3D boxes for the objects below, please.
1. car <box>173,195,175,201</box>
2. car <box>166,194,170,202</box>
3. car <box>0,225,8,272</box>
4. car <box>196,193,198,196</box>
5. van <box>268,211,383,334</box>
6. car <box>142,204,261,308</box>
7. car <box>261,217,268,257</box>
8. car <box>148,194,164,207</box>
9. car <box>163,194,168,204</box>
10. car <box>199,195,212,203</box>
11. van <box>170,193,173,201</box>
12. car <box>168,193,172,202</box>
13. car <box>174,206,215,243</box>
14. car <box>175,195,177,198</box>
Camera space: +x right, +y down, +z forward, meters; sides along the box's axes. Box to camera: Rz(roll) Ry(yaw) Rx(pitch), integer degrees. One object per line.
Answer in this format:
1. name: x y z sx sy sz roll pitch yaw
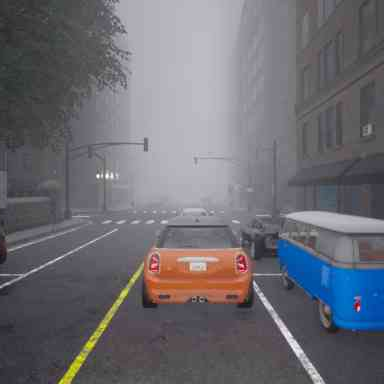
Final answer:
1. car: -5.643 1.523 77.425 2.008 1.369 4.403 0 0 0
2. car: -5.649 1.515 61.073 1.887 1.381 4.507 0 0 0
3. car: -5.667 1.314 6.482 2.192 1.841 5.009 0 0 0
4. car: 2.887 1.507 93.969 1.752 1.417 4.829 0 0 0
5. van: 2.858 1.340 6.520 1.690 1.788 3.998 0 0 0
6. car: 0.105 1.351 8.074 2.097 1.767 4.553 0 0 0
7. car: 2.860 1.563 12.180 1.947 1.339 4.313 0 0 0
8. car: -5.652 1.498 50.001 1.752 1.417 4.829 0 0 0
9. car: -5.650 1.522 55.622 2.008 1.369 4.403 0 0 0
10. car: 2.877 1.410 66.557 1.967 1.590 4.097 0 0 0
11. van: -5.646 1.312 71.974 1.690 1.788 3.998 0 0 0
12. car: -5.647 1.515 66.524 1.887 1.381 4.507 0 0 0
13. car: 0.107 1.521 17.075 1.812 1.442 4.674 0 0 0
14. car: -5.642 1.290 82.876 2.192 1.841 5.009 0 0 0
